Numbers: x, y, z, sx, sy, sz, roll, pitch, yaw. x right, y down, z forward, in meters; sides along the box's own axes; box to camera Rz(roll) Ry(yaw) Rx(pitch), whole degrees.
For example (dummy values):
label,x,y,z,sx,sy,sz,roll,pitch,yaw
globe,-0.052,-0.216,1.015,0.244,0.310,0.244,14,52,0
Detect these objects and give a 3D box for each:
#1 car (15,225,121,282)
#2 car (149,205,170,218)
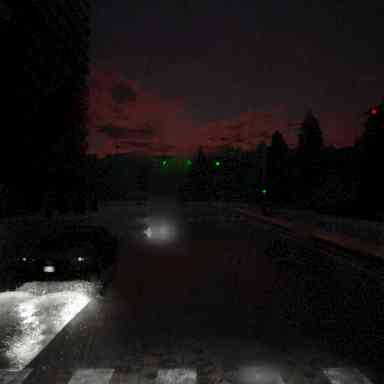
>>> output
label,x,y,z,sx,sy,sz,roll,pitch,yaw
car,-3.483,1.716,10.101,1.994,1.385,4.181,0,-1,0
car,-3.429,2.055,35.257,1.895,1.301,4.718,0,-1,0
